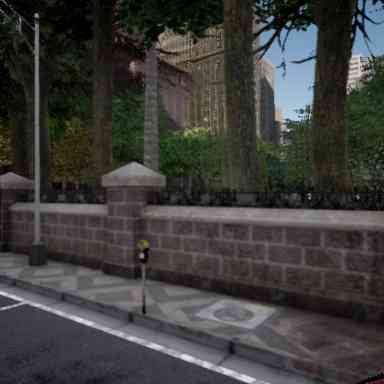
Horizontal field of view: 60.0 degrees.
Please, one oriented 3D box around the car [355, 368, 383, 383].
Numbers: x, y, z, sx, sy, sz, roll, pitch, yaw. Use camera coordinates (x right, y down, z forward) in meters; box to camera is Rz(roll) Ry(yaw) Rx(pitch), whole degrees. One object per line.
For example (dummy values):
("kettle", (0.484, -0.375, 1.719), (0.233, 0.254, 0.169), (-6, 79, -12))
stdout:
("car", (2.555, 1.432, 1.140), (4.097, 1.590, 1.967), (0, 0, 36))
